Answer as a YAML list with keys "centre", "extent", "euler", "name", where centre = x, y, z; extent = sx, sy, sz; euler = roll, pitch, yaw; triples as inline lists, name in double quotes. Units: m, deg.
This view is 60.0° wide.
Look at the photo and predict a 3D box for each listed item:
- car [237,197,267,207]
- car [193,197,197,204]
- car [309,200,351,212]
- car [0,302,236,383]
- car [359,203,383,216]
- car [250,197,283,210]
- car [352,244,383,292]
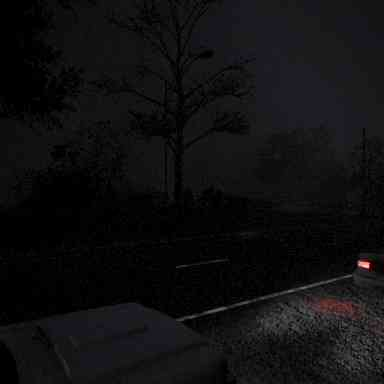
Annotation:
- centre: [9.437, 1.559, 52.540]
  extent: [2.128, 1.511, 4.902]
  euler: [0, 0, -25]
  name: "car"
- centre: [0.353, 1.674, 64.353]
  extent: [1.882, 1.535, 5.008]
  euler: [0, -1, -22]
  name: "car"
- centre: [16.245, 1.605, 39.313]
  extent: [1.895, 1.301, 4.718]
  euler: [0, 0, -28]
  name: "car"
- centre: [-1.937, 1.601, 2.330]
  extent: [4.718, 1.301, 1.895]
  euler: [0, 0, -35]
  name: "car"
- centre: [17.049, 1.601, 29.045]
  extent: [1.895, 1.301, 4.718]
  euler: [0, 0, -16]
  name: "car"
- centre: [9.890, 1.529, 43.852]
  extent: [1.837, 1.490, 4.892]
  euler: [0, 0, -27]
  name: "car"
- centre: [5.953, 1.547, 7.816]
  extent: [5.357, 1.411, 2.033]
  euler: [0, 0, -34]
  name: "car"
